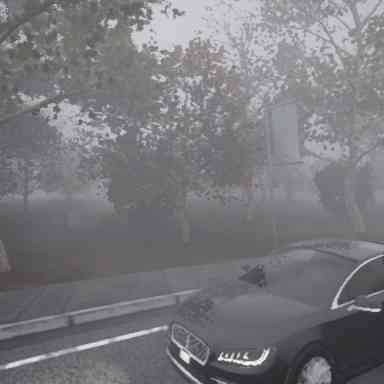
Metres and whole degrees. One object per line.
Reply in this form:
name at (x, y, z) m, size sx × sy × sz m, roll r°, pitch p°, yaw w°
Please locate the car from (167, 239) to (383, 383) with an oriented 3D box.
car at (1.997, 1.512, 4.817) m, size 4.892 × 1.490 × 1.837 m, roll 0°, pitch 0°, yaw -31°
